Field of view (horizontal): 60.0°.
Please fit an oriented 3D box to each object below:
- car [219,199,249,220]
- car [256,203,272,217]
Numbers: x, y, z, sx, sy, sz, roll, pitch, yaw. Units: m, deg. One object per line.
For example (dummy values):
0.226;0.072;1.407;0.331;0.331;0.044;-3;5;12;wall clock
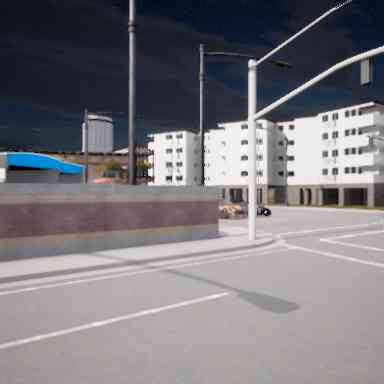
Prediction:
2.607;1.361;28.383;2.097;1.767;4.553;0;0;-36;car
5.298;1.574;30.621;1.994;1.385;4.181;0;0;-36;car
